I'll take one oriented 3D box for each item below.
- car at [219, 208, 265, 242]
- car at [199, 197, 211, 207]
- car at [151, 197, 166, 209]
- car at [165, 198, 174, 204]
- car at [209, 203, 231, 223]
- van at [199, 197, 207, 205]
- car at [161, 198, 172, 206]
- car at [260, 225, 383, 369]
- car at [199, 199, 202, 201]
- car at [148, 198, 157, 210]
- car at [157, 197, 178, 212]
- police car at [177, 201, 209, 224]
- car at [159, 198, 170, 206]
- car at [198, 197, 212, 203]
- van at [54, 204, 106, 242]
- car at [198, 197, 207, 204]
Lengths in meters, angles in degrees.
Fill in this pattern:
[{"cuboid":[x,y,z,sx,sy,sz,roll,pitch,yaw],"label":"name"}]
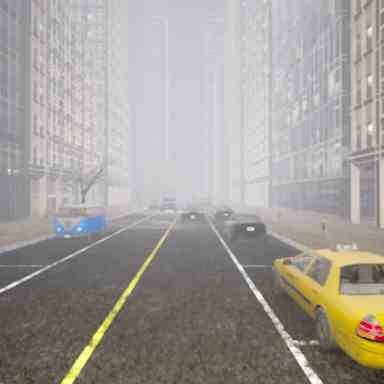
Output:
[{"cuboid":[2.688,1.748,17.277,1.947,1.339,4.313,0,-1,0],"label":"car"},{"cuboid":[2.693,1.991,68.562,2.192,1.841,5.009,0,-1,0],"label":"car"},{"cuboid":[-5.689,1.888,57.170,2.192,1.841,5.009,0,-1,0],"label":"car"},{"cuboid":[-5.685,2.376,85.658,2.008,1.369,4.403,0,0,0],"label":"car"},{"cuboid":[2.689,1.863,28.672,1.947,1.339,4.313,0,-1,0],"label":"car"},{"cuboid":[2.694,2.117,79.958,1.690,1.788,3.998,0,0,0],"label":"van"},{"cuboid":[-5.687,2.167,74.263,1.967,1.590,4.097,0,-1,0],"label":"car"},{"cuboid":[2.686,1.591,6.051,1.752,1.417,4.829,0,-1,0],"label":"car"},{"cuboid":[0.039,2.028,45.640,1.994,1.385,4.181,0,0,1],"label":"car"},{"cuboid":[-5.689,2.065,51.469,1.887,1.381,4.507,0,-1,0],"label":"car"},{"cuboid":[-3.087,1.686,45.673,2.150,2.045,5.566,0,-1,0],"label":"car"},{"cuboid":[0.092,1.794,27.988,2.038,1.542,4.974,0,-1,0],"label":"police car"},{"cuboid":[-5.687,2.117,68.564,1.967,1.590,4.097,0,-1,0],"label":"car"},{"cuboid":[2.692,1.940,62.864,2.192,1.841,5.009,0,-1,0],"label":"car"},{"cuboid":[-5.694,1.524,17.284,1.690,1.788,3.998,0,-1,0],"label":"van"},{"cuboid":[2.695,2.140,85.657,2.192,1.841,5.009,0,0,0],"label":"car"}]
